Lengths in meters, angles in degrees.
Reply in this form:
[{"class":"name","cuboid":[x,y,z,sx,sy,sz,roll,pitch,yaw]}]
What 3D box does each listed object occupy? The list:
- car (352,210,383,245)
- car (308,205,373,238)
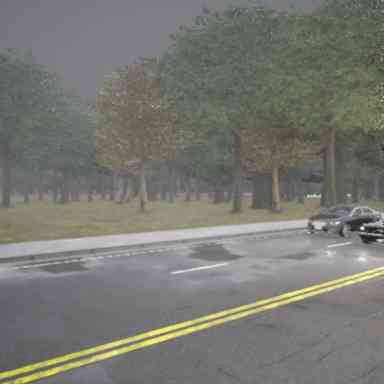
[{"class":"car","cuboid":[9.077,1.558,14.156,4.718,1.301,1.895,0,0,-36]},{"class":"car","cuboid":[8.067,1.446,17.426,4.902,1.511,2.128,0,0,-35]}]
